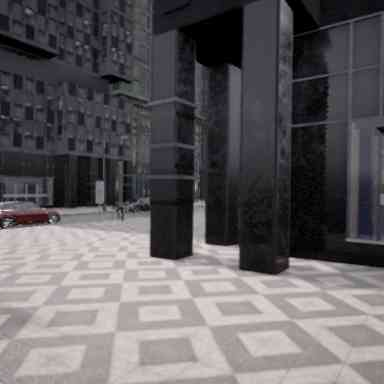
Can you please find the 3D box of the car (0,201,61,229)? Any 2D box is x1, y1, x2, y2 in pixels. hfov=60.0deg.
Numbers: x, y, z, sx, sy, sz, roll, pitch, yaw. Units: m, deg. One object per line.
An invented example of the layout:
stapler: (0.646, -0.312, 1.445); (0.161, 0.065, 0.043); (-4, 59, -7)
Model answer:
car: (-11.301, 1.422, 22.564); (2.097, 1.767, 4.553); (1, 1, 36)

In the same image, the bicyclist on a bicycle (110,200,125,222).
bicyclist on a bicycle: (-5.655, 1.407, 25.139); (1.656, 1.620, 0.582); (1, 1, 36)

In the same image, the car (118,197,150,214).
car: (-5.734, 1.331, 35.712); (2.097, 1.767, 4.553); (1, 1, 36)

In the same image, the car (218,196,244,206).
car: (6.223, 1.376, 52.213); (1.882, 1.535, 5.008); (1, 1, 36)
